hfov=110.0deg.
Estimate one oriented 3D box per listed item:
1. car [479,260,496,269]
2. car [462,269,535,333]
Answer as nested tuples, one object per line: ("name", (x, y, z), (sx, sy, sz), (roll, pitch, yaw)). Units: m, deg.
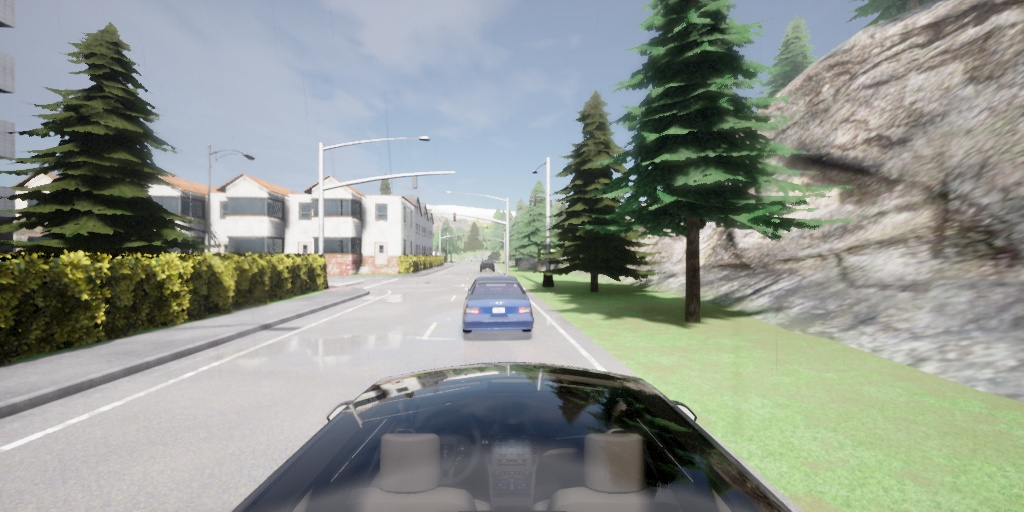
("car", (-3.131, 1.235, 45.323), (1.837, 1.490, 4.892), (0, 0, -4))
("car", (-0.481, 1.293, 10.737), (2.033, 1.411, 5.357), (0, 0, -4))
